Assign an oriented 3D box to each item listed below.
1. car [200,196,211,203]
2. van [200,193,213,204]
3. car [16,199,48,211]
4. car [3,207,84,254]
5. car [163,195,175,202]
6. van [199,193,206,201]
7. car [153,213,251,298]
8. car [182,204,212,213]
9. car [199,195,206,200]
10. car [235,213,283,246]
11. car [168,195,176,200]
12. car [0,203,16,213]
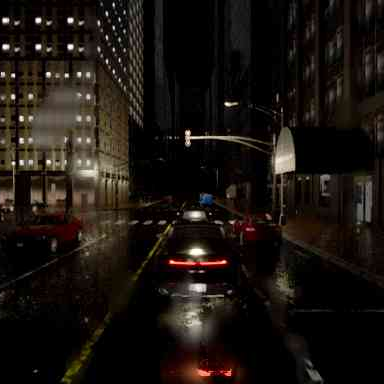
[{"bbox_3d":[2.785,1.503,69.817,2.008,1.369,4.403,0,0,0],"label":"car"},{"bbox_3d":[2.768,1.303,58.423,1.690,1.788,3.998,0,0,0],"label":"van"},{"bbox_3d":[-18.469,1.482,37.205,4.403,1.369,2.008,0,0,1],"label":"car"},{"bbox_3d":[-5.806,1.537,13.466,1.887,1.381,4.507,0,0,0],"label":"car"},{"bbox_3d":[-5.587,1.492,75.526,1.887,1.381,4.507,0,0,0],"label":"car"},{"bbox_3d":[2.809,1.275,86.907,1.690,1.788,3.998,0,0,0],"label":"van"},{"bbox_3d":[0.111,1.500,8.478,1.837,1.490,4.892,0,0,0],"label":"car"},{"bbox_3d":[0.125,1.554,17.354,1.994,1.385,4.181,0,0,0],"label":"car"},{"bbox_3d":[2.818,1.510,92.604,1.802,1.307,4.206,0,0,0],"label":"car"},{"bbox_3d":[2.835,1.574,14.830,1.802,1.307,4.206,0,0,0],"label":"car"},{"bbox_3d":[-5.562,1.493,92.616,1.947,1.339,4.313,0,0,0],"label":"car"},{"bbox_3d":[-18.568,1.296,28.824,5.009,1.841,2.192,0,0,1],"label":"car"}]
